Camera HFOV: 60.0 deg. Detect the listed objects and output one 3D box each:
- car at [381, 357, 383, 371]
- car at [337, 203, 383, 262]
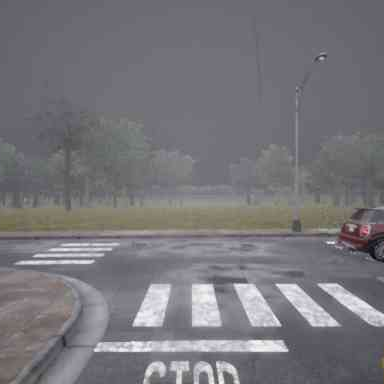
[{"bbox_3d":[2.634,1.524,1.190,1.752,1.417,4.829,0,0,0],"label":"car"},{"bbox_3d":[7.447,1.250,11.135,4.553,1.767,2.097,-1,0,0],"label":"car"}]
